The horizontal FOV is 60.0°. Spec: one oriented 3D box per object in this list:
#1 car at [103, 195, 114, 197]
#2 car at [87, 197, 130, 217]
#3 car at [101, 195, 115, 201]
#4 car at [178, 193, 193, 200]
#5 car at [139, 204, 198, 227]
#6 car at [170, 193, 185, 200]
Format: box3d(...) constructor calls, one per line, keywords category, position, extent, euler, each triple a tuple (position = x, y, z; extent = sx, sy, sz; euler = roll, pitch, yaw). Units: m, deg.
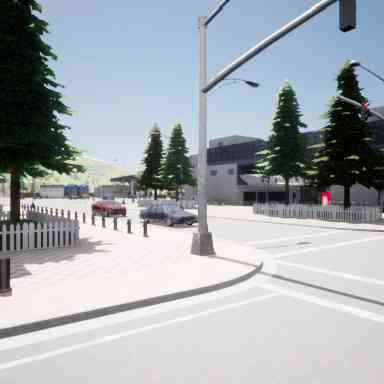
box3d(category="car", position=(-18.887, 1.389, 75.015), extent=(1.845, 1.501, 3.633), euler=(0, 0, -37))
box3d(category="car", position=(-7.883, 1.493, 31.343), extent=(1.882, 1.535, 5.008), euler=(0, 0, -37))
box3d(category="car", position=(-20.905, 1.400, 82.753), extent=(1.970, 1.475, 3.806), euler=(0, 0, -37))
box3d(category="car", position=(-1.776, 1.092, 88.018), extent=(1.905, 1.878, 3.866), euler=(0, 0, -37))
box3d(category="car", position=(-1.790, 1.563, 23.252), extent=(2.033, 1.411, 5.357), euler=(0, 0, -37))
box3d(category="car", position=(-3.866, 1.113, 85.958), extent=(1.932, 1.855, 4.605), euler=(0, 0, -37))
